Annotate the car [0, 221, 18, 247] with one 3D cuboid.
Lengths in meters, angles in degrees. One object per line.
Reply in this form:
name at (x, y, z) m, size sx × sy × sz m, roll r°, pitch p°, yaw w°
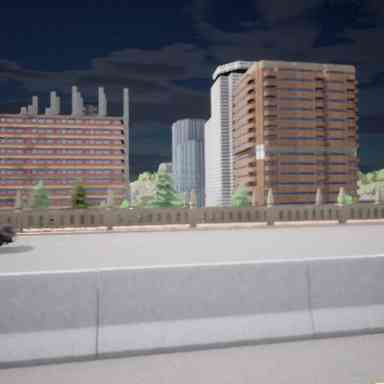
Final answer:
car at (-10.250, 1.848, 14.303) m, size 4.892 × 1.490 × 1.837 m, roll -1°, pitch -1°, yaw -10°
